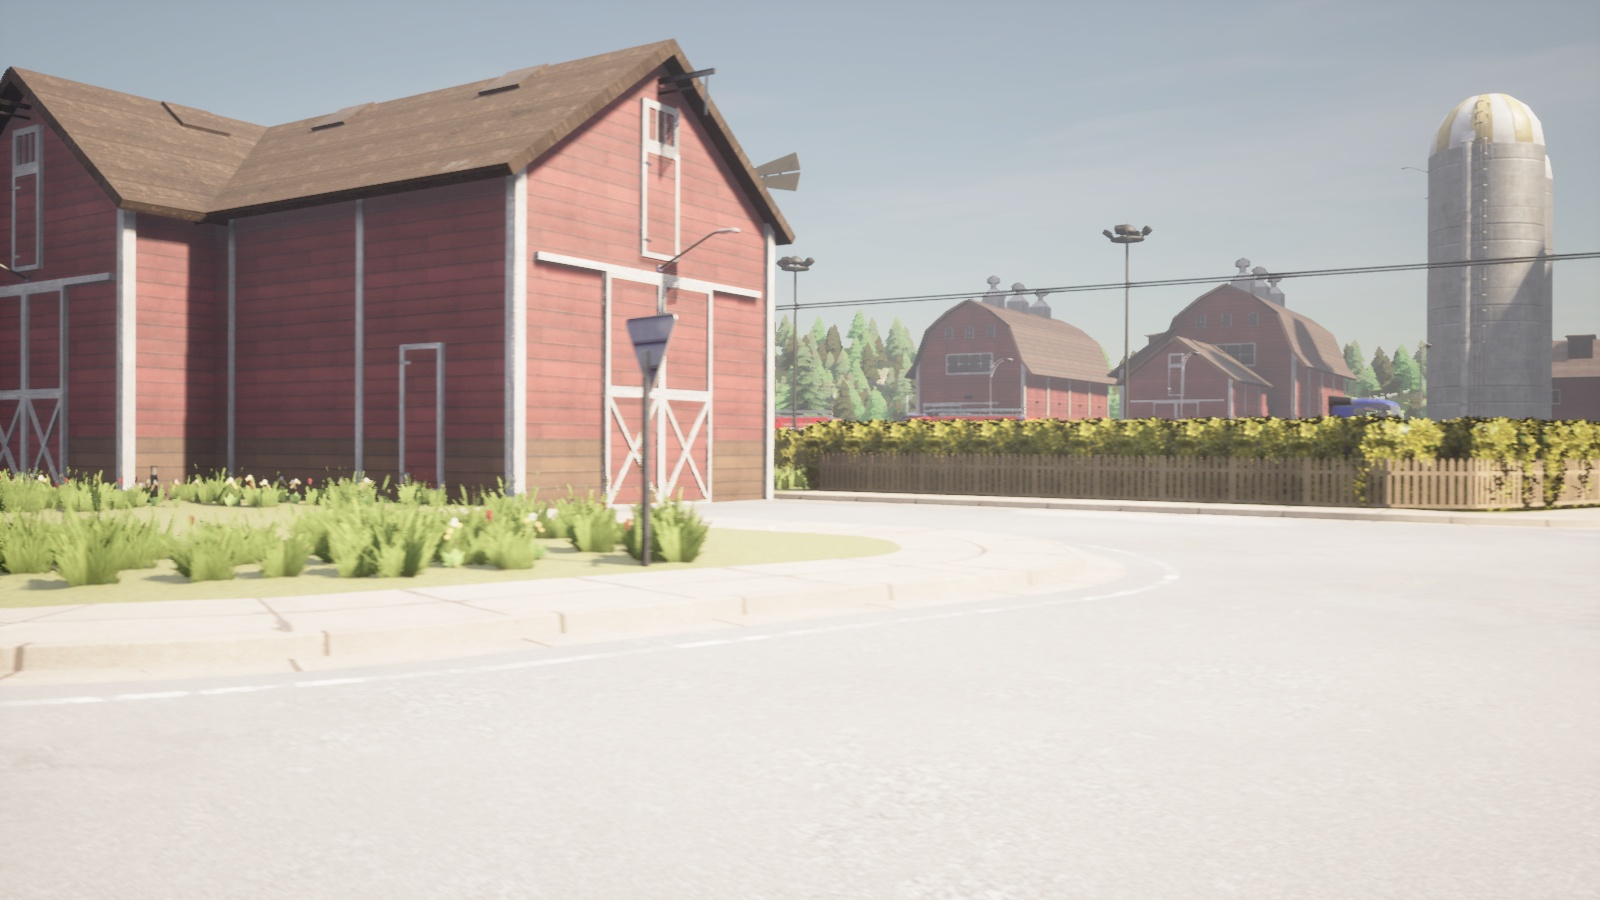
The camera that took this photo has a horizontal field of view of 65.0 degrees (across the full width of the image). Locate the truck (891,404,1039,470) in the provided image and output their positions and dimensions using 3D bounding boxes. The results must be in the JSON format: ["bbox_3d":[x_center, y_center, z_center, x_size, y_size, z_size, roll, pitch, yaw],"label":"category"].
[{"bbox_3d":[9.995,-0.732,76.583,8.468,3.827,2.891,0,0,33],"label":"truck"}]

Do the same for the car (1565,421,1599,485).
[{"bbox_3d":[27.727,0.083,40.039,5.566,2.045,2.150,-1,0,35],"label":"car"}]

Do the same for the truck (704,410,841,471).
[{"bbox_3d":[-1.777,-0.607,82.428,8.468,3.827,2.891,-1,0,16],"label":"truck"}]

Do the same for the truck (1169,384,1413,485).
[{"bbox_3d":[18.065,-0.522,46.443,7.936,3.462,2.891,-1,0,33],"label":"truck"}]
